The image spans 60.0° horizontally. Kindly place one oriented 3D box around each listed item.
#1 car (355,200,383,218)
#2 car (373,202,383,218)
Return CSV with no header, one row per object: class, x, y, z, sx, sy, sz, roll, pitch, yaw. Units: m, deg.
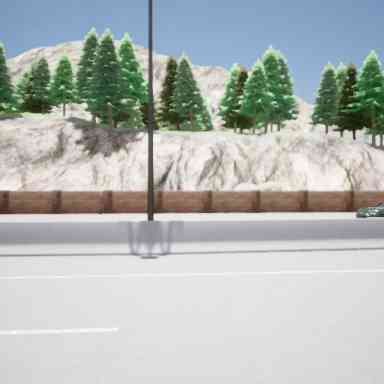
car,13.619,1.318,22.669,4.553,1.767,2.097,0,0,-7
car,13.418,1.475,19.122,4.892,1.490,1.837,0,0,-7
